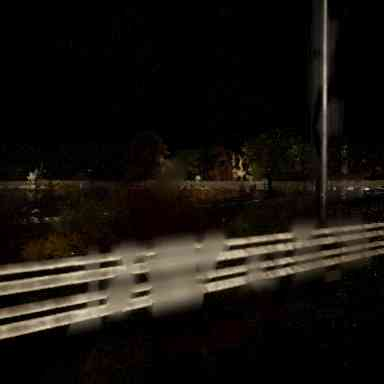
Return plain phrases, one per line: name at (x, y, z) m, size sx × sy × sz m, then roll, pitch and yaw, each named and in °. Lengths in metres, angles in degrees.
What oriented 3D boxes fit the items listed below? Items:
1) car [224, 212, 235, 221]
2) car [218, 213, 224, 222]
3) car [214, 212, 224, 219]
car at (9.096, 4.796, 59.214) m, size 5.566 × 2.045 × 2.150 m, roll -4°, pitch 3°, yaw -19°
car at (7.870, 5.023, 62.499) m, size 4.674 × 1.442 × 1.812 m, roll -4°, pitch 3°, yaw -19°
car at (6.657, 4.758, 65.778) m, size 4.553 × 1.767 × 2.097 m, roll -4°, pitch 3°, yaw -19°
